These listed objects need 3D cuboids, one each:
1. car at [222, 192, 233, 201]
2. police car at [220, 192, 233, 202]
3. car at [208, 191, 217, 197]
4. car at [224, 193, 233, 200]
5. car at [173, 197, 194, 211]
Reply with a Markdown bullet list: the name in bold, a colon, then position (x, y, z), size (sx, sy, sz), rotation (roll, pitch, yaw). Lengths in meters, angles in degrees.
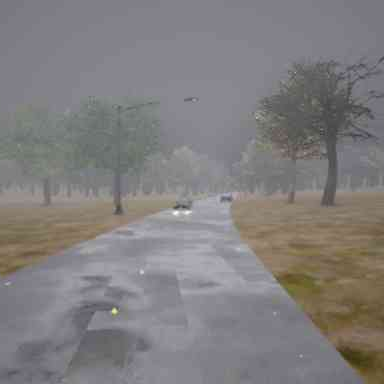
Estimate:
- **car**: position (7.580, 0.849, 70.105), size (2.097, 1.767, 4.553), rotation (0, 0, 8)
- **police car**: position (6.177, 1.002, 60.343), size (1.930, 1.638, 5.238), rotation (0, 1, 8)
- **car**: position (4.879, 0.644, 78.707), size (1.837, 1.490, 4.892), rotation (0, 0, 8)
- **car**: position (8.438, 0.957, 76.073), size (1.837, 1.490, 4.892), rotation (0, 0, 8)
- **car**: position (-0.900, 1.305, 37.784), size (2.033, 1.411, 5.357), rotation (0, 0, 6)
